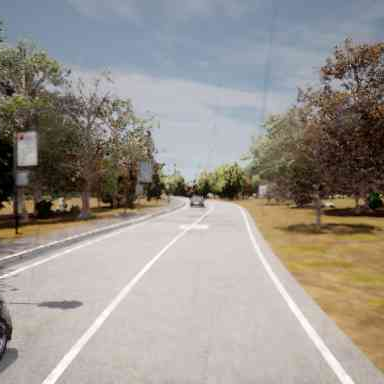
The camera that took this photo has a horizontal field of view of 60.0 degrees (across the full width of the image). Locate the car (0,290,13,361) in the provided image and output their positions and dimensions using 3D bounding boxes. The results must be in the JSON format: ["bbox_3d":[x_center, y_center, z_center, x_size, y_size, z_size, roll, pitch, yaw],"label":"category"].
[{"bbox_3d":[-3.444,1.548,2.767,1.994,1.385,4.181,0,0,2],"label":"car"}]

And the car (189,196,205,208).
[{"bbox_3d":[0.706,1.260,43.585,2.128,1.511,4.902,0,0,4],"label":"car"}]
